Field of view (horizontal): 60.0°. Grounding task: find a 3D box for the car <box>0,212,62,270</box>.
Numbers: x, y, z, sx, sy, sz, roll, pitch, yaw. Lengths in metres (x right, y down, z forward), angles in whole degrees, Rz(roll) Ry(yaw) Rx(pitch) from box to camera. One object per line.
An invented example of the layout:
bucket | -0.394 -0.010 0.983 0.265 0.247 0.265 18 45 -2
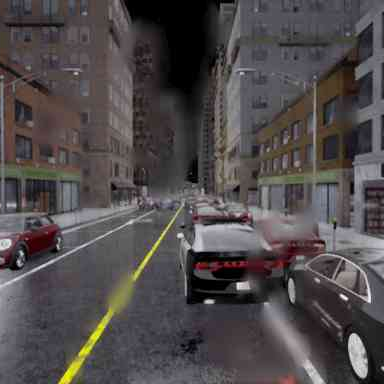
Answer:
car | -5.781 1.434 10.660 1.967 1.590 4.097 -1 0 0

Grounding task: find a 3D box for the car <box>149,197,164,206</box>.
car | -5.810 1.541 54.702 2.008 1.369 4.403 -1 0 0

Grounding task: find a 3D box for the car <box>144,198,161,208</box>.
car | -5.806 1.555 49.196 1.947 1.339 4.313 -1 0 0

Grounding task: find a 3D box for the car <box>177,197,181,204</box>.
car | -3.045 1.556 62.992 1.994 1.385 4.181 0 0 0

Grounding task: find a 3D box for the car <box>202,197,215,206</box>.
car | 2.715 1.535 54.707 1.887 1.381 4.507 -1 0 0

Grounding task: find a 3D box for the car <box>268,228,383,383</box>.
car | 2.749 1.547 5.161 2.008 1.369 4.403 -1 0 0

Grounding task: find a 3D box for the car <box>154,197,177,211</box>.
car | -3.123 1.514 40.204 1.812 1.442 4.674 0 0 0

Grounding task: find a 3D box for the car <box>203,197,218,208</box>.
car | 2.718 1.534 49.202 1.887 1.381 4.507 -1 0 0

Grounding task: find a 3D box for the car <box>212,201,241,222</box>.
car | 2.734 1.534 27.182 1.887 1.381 4.507 -1 0 0

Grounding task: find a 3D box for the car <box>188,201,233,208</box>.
car | 0.887 1.469 18.262 1.882 1.535 5.008 0 0 0

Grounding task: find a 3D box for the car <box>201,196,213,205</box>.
car | 2.711 1.536 60.213 1.887 1.381 4.507 -1 0 0

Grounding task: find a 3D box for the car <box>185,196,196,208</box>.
car | -0.005 1.480 47.031 2.128 1.511 4.902 0 0 0

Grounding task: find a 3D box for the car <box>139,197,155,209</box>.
car | -5.804 1.429 43.691 1.967 1.590 4.097 -1 0 0

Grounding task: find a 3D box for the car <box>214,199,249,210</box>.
car | 2.736 1.430 21.677 1.967 1.590 4.097 -1 0 0

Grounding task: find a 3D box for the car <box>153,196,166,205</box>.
car | -5.814 1.536 60.207 1.887 1.381 4.507 -1 0 0

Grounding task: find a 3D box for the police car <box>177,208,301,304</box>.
police car | 0.679 1.419 8.311 1.930 1.638 5.238 0 0 -5

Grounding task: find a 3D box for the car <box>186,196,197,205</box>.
car | -0.040 1.496 58.834 1.837 1.490 4.892 0 0 0

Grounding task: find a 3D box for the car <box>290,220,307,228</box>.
car | 2.745 1.539 10.666 1.887 1.381 4.507 -1 0 0

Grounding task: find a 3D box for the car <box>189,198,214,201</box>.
car | 0.884 1.467 24.262 1.882 1.535 5.008 0 0 0
